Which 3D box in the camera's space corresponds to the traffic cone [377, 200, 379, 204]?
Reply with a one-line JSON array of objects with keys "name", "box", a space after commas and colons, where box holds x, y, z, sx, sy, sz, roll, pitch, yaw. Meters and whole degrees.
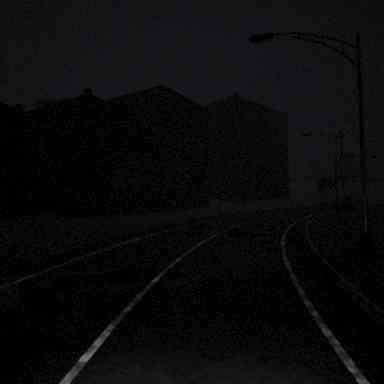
[{"name": "traffic cone", "box": [26.914, 1.435, 48.139, 0.340, 0.580, 0.340, 4, -10, -40]}]

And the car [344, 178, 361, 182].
[{"name": "car", "box": [39.903, -2.809, 83.272, 4.892, 1.521, 2.231, 0, -5, 0]}]

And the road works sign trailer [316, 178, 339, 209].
[{"name": "road works sign trailer", "box": [16.558, 0.151, 40.086, 2.880, 3.560, 2.380, -4, 0, -39]}]

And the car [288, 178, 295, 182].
[{"name": "car", "box": [23.441, -2.827, 83.225, 4.553, 1.767, 2.185, 0, -5, 0]}]

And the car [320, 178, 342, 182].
[{"name": "car", "box": [34.383, -2.781, 83.248, 4.892, 1.521, 2.231, 0, -5, 0]}]

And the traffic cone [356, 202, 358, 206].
[{"name": "traffic cone", "box": [24.099, 1.666, 48.330, 0.340, 0.580, 0.340, 0, -4, -40]}]

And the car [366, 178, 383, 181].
[{"name": "car", "box": [45.450, -2.771, 83.396, 4.674, 1.452, 2.002, 0, -5, -1]}]
